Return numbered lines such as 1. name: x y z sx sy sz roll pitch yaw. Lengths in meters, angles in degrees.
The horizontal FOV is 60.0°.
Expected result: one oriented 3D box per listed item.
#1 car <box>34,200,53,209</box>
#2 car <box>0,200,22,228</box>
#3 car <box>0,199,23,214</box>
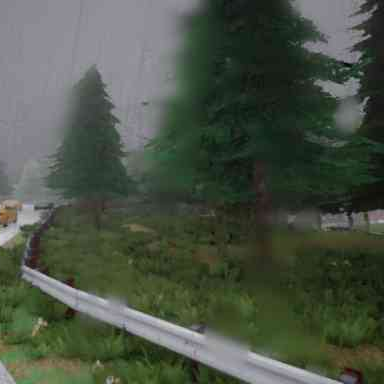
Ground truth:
1. car: -19.986 1.717 45.023 1.994 1.385 4.181 -2 0 -16
2. car: -13.254 1.560 22.593 1.882 1.535 5.008 -2 1 -18
3. car: -22.337 1.725 40.789 1.882 1.535 5.008 -2 0 -15
